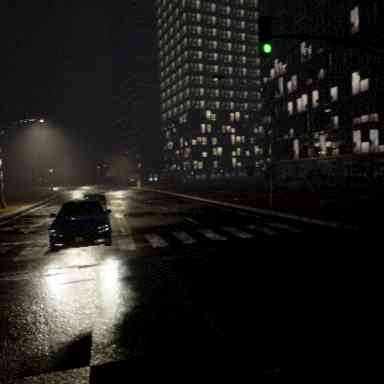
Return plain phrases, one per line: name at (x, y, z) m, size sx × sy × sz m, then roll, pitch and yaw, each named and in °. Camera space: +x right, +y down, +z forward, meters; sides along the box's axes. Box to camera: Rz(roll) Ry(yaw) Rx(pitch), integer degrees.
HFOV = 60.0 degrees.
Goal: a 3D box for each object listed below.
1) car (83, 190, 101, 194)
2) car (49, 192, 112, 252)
car at (-8.798, 0.494, 29.886) m, size 1.994 × 1.385 × 4.181 m, roll -4°, pitch 3°, yaw -15°
car at (-4.030, 1.051, 12.321) m, size 1.882 × 1.535 × 5.008 m, roll -4°, pitch 3°, yaw -15°
